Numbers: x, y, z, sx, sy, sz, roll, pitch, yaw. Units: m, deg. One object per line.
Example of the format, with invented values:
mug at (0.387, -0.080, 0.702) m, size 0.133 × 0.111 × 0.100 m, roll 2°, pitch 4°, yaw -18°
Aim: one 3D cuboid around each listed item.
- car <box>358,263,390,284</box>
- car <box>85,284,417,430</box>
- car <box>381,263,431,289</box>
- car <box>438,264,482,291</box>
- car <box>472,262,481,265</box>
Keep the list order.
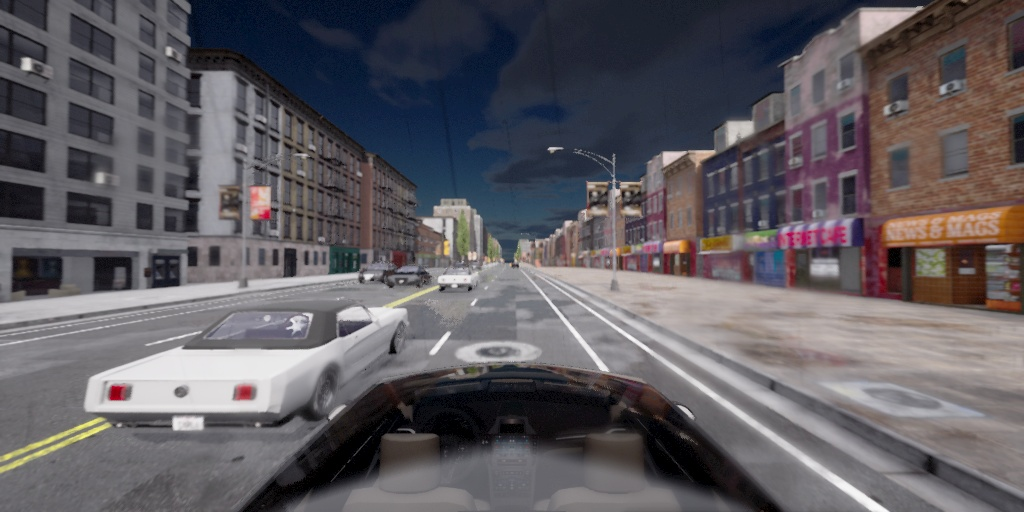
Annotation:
car at (-9.843, 1.284, 26.958) m, size 2.128 × 1.511 × 4.902 m, roll 0°, pitch 0°, yaw 0°
car at (-3.151, 1.341, 5.719) m, size 1.895 × 1.301 × 4.718 m, roll 0°, pitch 0°, yaw 0°
car at (-6.596, 1.334, 23.365) m, size 1.994 × 1.385 × 4.181 m, roll 0°, pitch 0°, yaw 0°
car at (-3.152, 1.363, 21.878) m, size 1.895 × 1.301 × 4.718 m, roll 0°, pitch 0°, yaw 0°
car at (-6.516, 1.760, 64.284) m, size 2.128 × 1.511 × 4.902 m, roll 0°, pitch -1°, yaw 0°
